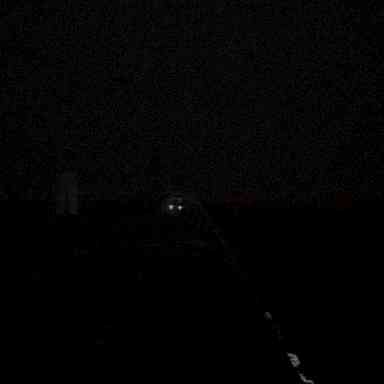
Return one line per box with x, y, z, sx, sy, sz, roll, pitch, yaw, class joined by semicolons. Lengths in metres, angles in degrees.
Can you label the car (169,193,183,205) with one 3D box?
-2.751;1.267;57.008;2.150;2.045;5.566;0;2;0;car
